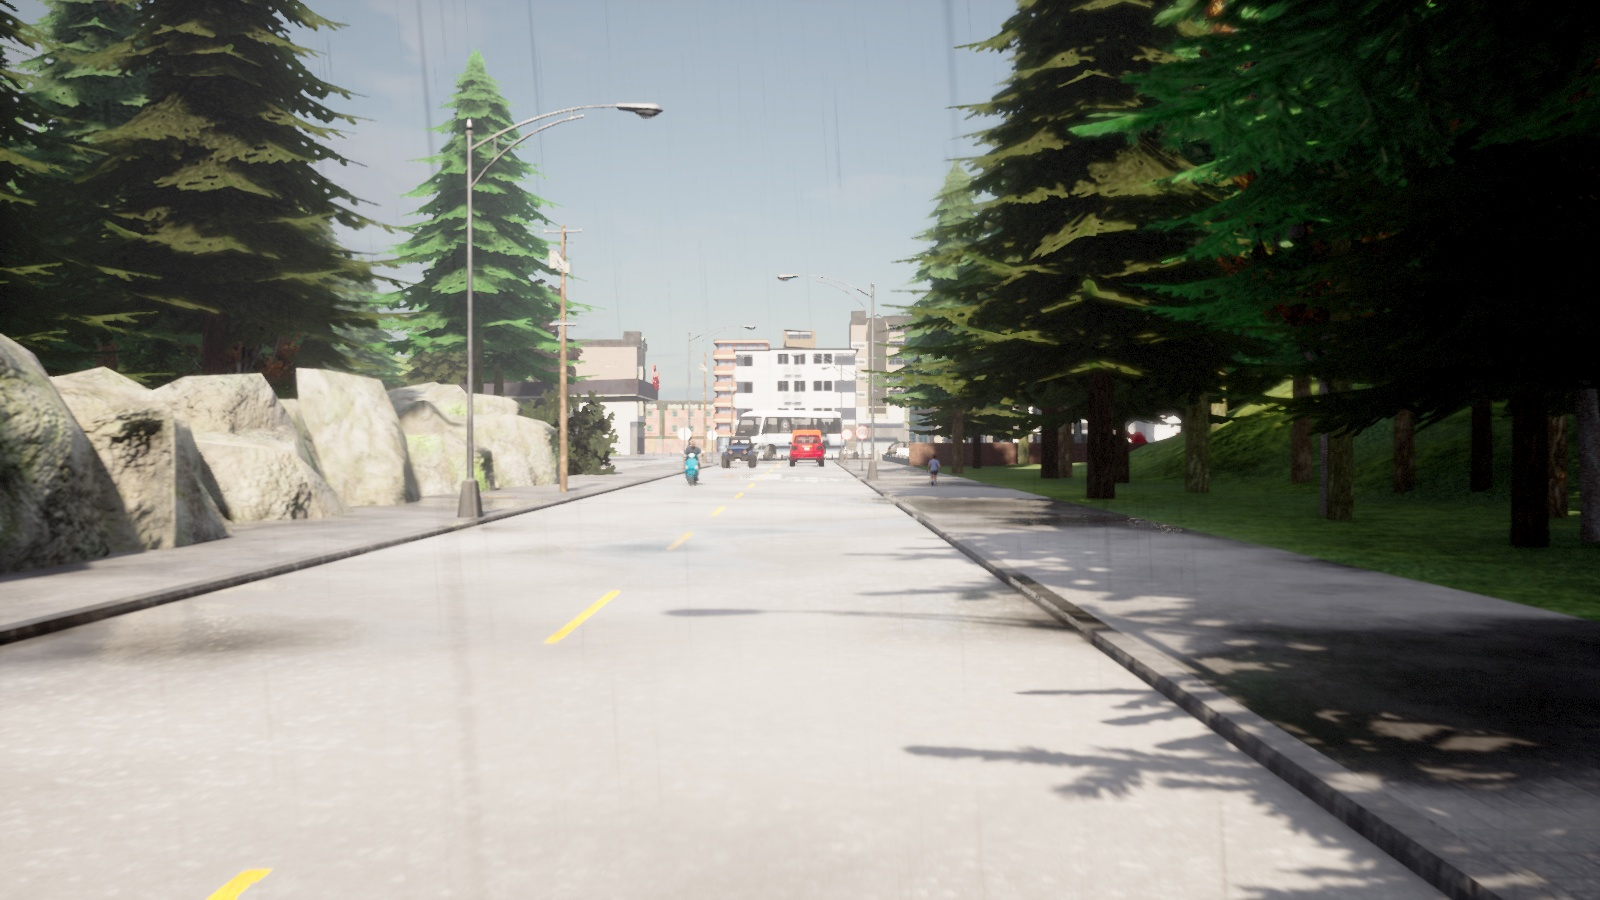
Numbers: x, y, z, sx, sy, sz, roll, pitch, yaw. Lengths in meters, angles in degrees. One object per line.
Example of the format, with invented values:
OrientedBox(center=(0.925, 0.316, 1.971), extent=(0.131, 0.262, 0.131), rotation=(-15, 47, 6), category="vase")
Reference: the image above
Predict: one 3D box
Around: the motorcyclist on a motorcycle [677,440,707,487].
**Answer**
OrientedBox(center=(-3.735, 0.452, 43.442), extent=(0.866, 1.590, 1.817), rotation=(0, 0, 0), category="motorcyclist on a motorcycle")

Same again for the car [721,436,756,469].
OrientedBox(center=(-3.586, 0.123, 73.793), extent=(1.905, 1.878, 3.866), rotation=(0, 0, 0), category="car")

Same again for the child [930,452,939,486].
OrientedBox(center=(4.347, 0.611, 40.555), extent=(0.255, 1.110, 0.394), rotation=(0, 0, 2), category="child")

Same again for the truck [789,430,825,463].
OrientedBox(center=(0.505, -0.273, 94.630), extent=(2.627, 2.467, 5.204), rotation=(0, 0, 0), category="truck")

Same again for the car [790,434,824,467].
OrientedBox(center=(0.444, 0.012, 80.602), extent=(2.150, 2.045, 5.566), rotation=(0, 0, 0), category="car")
